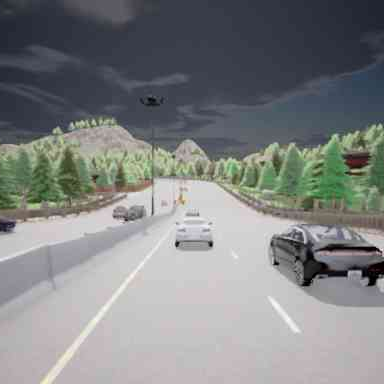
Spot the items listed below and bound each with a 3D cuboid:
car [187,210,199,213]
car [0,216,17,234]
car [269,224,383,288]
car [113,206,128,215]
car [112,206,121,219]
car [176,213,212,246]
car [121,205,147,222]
[{"bbox_3d":[0.105,2.880,39.406,2.128,1.511,4.902,0,-2,0],"label":"car"},{"bbox_3d":[-14.088,2.318,22.701,1.895,1.301,4.718,0,-2,0],"label":"car"},{"bbox_3d":[3.601,1.683,9.787,2.128,1.511,4.902,0,-2,0],"label":"car"},{"bbox_3d":[-13.994,3.552,65.026,1.837,1.490,4.892,0,1,0],"label":"car"},{"bbox_3d":[-10.547,3.175,50.199,2.097,1.767,4.553,0,-2,1],"label":"car"},{"bbox_3d":[0.102,2.050,17.962,1.812,1.442,4.674,0,-2,0],"label":"car"},{"bbox_3d":[-7.060,2.739,42.650,2.150,2.045,5.566,0,-2,0],"label":"car"}]
